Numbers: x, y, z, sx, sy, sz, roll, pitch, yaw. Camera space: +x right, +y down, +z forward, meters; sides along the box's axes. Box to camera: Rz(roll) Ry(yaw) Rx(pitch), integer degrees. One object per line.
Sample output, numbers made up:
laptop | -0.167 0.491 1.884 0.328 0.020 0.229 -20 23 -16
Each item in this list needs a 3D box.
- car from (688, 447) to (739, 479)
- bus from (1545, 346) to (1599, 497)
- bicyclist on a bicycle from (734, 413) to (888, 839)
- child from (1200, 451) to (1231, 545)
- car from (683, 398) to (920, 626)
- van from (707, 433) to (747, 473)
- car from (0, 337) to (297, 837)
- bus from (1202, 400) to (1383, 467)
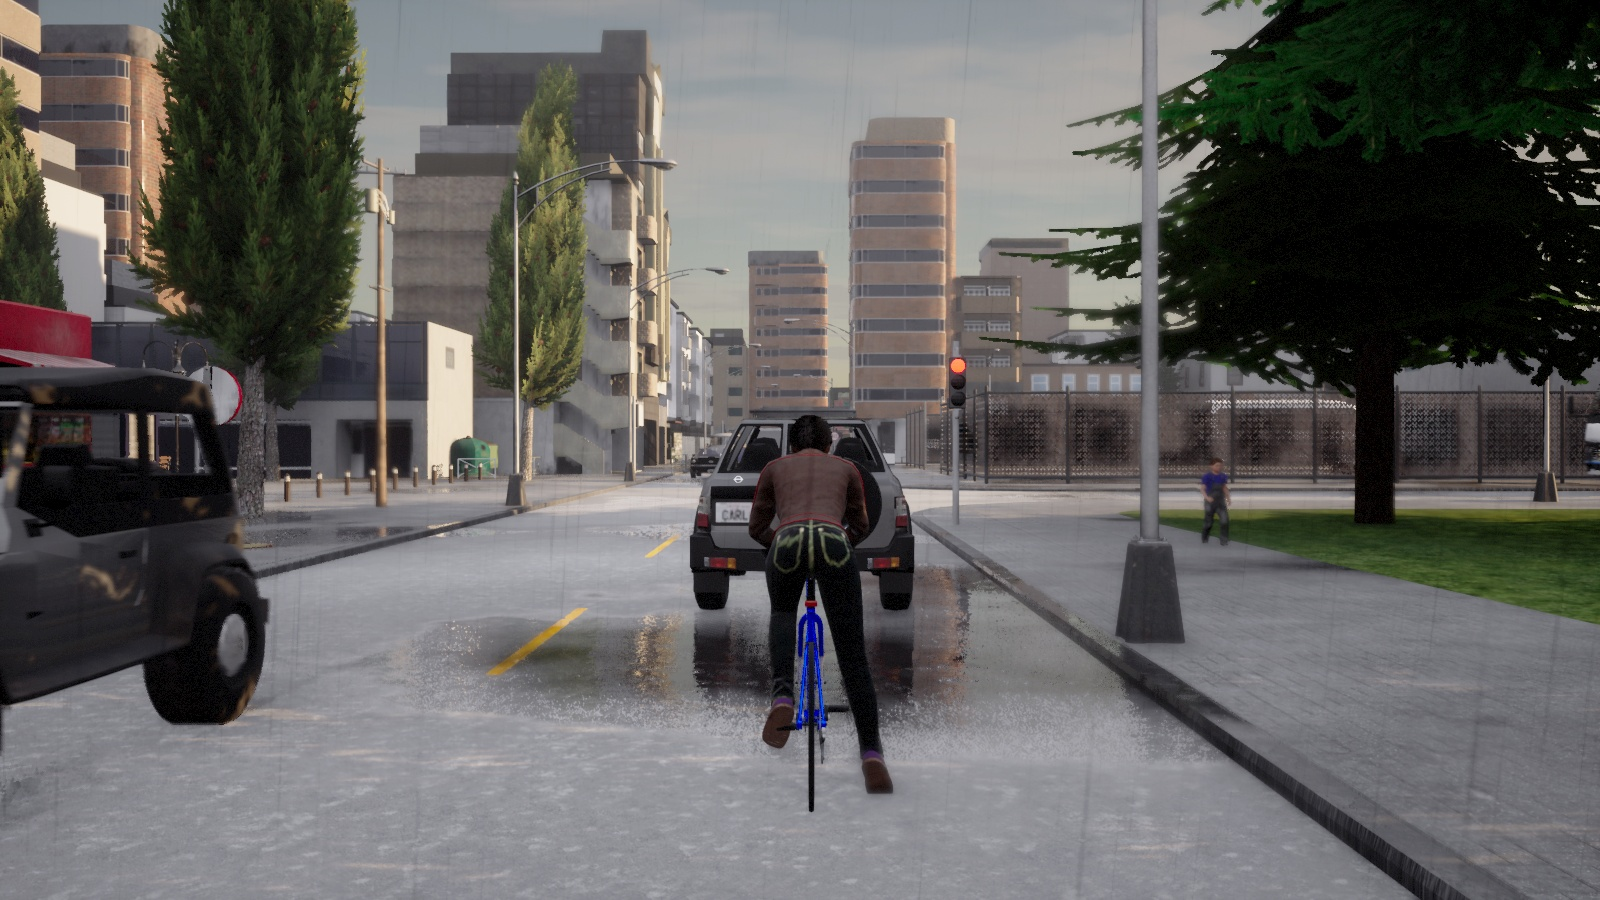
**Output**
car | -3.731 0.534 54.912 1.895 1.301 4.718 0 0 0
bus | 27.742 -0.812 36.128 10.273 4.253 3.944 0 0 0
bicyclist on a bicycle | 0.048 0.668 5.601 0.582 1.620 1.656 0 0 0
child | 5.646 0.644 17.059 0.270 1.263 0.437 0 0 -1
car | 0.062 0.492 12.525 1.932 1.855 4.605 0 0 1
van | -3.689 0.135 63.913 1.775 1.987 4.442 0 0 0
car | -3.952 0.507 5.533 1.905 1.878 3.866 0 0 0
bus | 31.817 -1.065 81.548 10.273 4.253 3.944 0 0 4
